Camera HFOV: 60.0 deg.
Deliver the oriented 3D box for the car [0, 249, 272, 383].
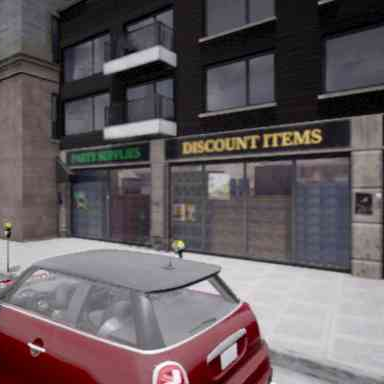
[{"bbox_3d":[-1.273,1.423,3.953,4.097,1.590,1.967,0,1,35],"label":"car"}]
